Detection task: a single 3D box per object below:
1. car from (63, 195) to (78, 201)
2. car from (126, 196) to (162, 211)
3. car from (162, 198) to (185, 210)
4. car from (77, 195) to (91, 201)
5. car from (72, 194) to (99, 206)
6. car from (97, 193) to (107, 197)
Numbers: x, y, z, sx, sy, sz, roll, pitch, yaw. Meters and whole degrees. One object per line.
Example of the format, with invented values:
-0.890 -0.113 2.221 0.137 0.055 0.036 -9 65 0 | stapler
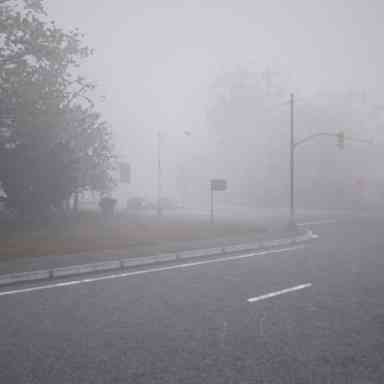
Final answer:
-29.521 1.422 80.456 1.882 1.535 5.008 0 0 -39 | car
-6.005 1.312 39.622 2.097 1.767 4.553 0 0 -39 | car
-2.839 1.443 41.266 2.128 1.511 4.902 0 0 -39 | car
-27.042 1.463 82.962 1.812 1.442 4.674 0 0 -39 | car
-17.587 1.553 54.286 2.033 1.411 5.357 0 0 -39 | car
-14.833 1.255 56.445 2.150 2.045 5.566 0 0 -39 | car
